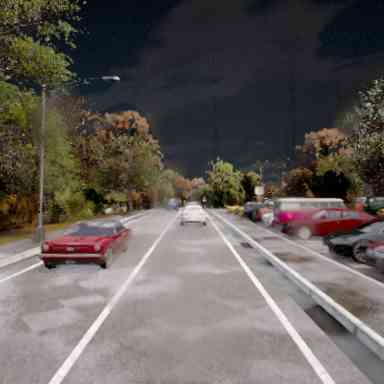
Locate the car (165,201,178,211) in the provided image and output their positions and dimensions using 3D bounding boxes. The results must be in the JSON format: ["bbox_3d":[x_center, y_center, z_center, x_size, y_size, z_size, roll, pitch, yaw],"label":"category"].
[{"bbox_3d":[-3.283,2.273,54.238,1.882,1.535,5.008,0,-2,0],"label":"car"}]

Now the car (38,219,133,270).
[{"bbox_3d":[-3.347,1.650,11.381,1.895,1.301,4.718,0,0,0],"label":"car"}]

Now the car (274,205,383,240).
[{"bbox_3d":[7.085,1.578,17.075,5.008,1.535,2.097,0,-1,0],"label":"car"}]

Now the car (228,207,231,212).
[{"bbox_3d":[6.919,1.847,39.268,5.366,1.575,1.946,0,-1,0],"label":"car"}]

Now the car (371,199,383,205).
[{"bbox_3d":[19.989,1.714,30.722,5.366,1.575,1.946,0,-1,0],"label":"car"}]

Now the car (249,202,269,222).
[{"bbox_3d":[7.118,1.691,25.402,4.792,1.488,2.163,0,-1,0],"label":"car"}]

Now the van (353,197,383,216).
[{"bbox_3d":[20.298,1.571,36.385,4.442,1.987,1.878,0,-1,0],"label":"van"}]

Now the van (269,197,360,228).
[{"bbox_3d":[7.199,1.380,19.853,4.442,1.987,1.878,0,-1,0],"label":"van"}]

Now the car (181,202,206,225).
[{"bbox_3d":[0.110,1.700,25.238,1.812,1.442,4.674,0,-1,0],"label":"car"}]

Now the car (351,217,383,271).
[{"bbox_3d":[7.073,1.535,8.746,4.674,1.452,2.002,0,-1,0],"label":"car"}]

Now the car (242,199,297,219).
[{"bbox_3d":[7.126,1.595,30.952,4.553,1.767,2.185,0,-1,0],"label":"car"}]

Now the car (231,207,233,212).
[{"bbox_3d":[7.107,1.800,36.499,4.892,1.521,2.231,0,-1,0],"label":"car"}]

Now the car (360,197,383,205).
[{"bbox_3d":[20.205,1.500,33.494,5.566,2.045,2.435,0,-1,0],"label":"car"}]

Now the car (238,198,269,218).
[{"bbox_3d":[7.064,1.438,28.182,5.566,2.045,2.435,0,-1,0],"label":"car"}]

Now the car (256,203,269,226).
[{"bbox_3d":[7.088,1.674,22.627,4.674,1.452,2.002,0,-1,0],"label":"car"}]

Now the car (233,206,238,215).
[{"bbox_3d":[7.104,1.755,33.727,5.008,1.535,2.097,0,-1,0],"label":"car"}]

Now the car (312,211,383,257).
[{"bbox_3d":[7.043,1.552,11.524,4.792,1.488,2.163,0,-1,0],"label":"car"}]
